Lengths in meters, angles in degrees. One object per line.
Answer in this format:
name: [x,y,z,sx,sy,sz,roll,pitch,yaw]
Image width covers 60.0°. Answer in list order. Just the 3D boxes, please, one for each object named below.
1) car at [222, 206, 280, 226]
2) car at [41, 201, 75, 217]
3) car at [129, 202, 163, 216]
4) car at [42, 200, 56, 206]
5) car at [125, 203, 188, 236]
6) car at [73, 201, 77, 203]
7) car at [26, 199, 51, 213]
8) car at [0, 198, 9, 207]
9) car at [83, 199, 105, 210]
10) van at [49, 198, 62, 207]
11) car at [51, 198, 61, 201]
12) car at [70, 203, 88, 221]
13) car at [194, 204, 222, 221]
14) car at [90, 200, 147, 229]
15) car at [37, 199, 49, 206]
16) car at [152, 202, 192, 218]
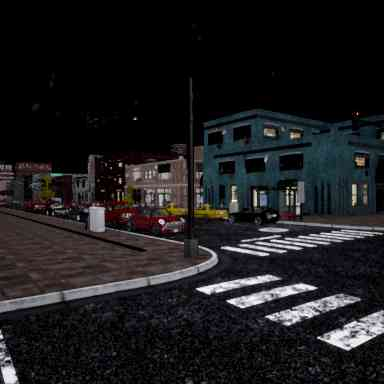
car: [4.627,1.724,25.208,1.947,1.339,4.313,-1,0,-36]
car: [-15.551,2.053,38.449,2.008,1.369,4.403,-1,0,-36]
car: [-5.460,1.911,38.844,2.008,1.369,4.403,-1,0,-36]
car: [-32.356,2.444,75.207,1.887,1.381,4.507,-1,0,-36]
car: [-2.104,1.673,20.268,1.967,1.590,4.097,-1,0,-36]
car: [-22.270,2.279,61.571,1.802,1.307,4.206,-1,0,-36]
car: [-22.280,1.952,47.539,2.192,1.841,5.009,-1,0,-36]
car: [-42.486,2.357,74.787,2.192,1.841,5.009,-1,0,-36]
car: [-15.549,2.002,52.480,1.967,1.590,4.097,-1,0,-36]
van: [-28.999,2.173,70.661,1.690,1.788,3.998,-1,0,-36]
car: [-25.313,2.265,61.332,1.812,1.442,4.674,-1,0,-35]
car: [-8.826,1.918,29.359,2.008,1.369,4.403,-1,0,-36]
car: [1.163,1.753,29.890,1.752,1.417,4.829,-1,0,-36]
car: [-5.470,1.616,24.812,2.192,1.841,5.009,-1,0,-36]
car: [-35.819,2.494,79.889,1.752,1.417,4.829,-1,0,-36]
car: [-2.200,1.820,34.435,1.752,1.417,4.829,-1,0,-36]
